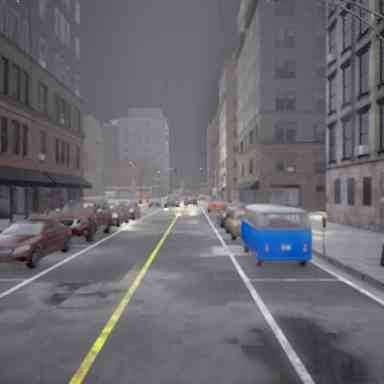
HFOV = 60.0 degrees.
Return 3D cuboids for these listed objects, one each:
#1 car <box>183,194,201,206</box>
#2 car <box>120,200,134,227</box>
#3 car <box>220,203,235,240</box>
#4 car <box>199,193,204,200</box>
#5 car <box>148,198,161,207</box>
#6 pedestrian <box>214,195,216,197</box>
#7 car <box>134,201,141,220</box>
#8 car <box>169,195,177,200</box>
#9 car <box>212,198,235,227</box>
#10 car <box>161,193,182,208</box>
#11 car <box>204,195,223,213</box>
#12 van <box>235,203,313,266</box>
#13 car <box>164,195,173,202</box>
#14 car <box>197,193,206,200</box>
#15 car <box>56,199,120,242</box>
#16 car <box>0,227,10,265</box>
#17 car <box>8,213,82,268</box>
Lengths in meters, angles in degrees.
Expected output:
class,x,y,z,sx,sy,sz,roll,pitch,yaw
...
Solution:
class,x,y,z,sx,sy,sz,roll,pitch,yaw
car,-0.222,1.503,53.139,1.812,1.442,4.674,0,0,-9
car,-5.385,1.429,22.006,1.967,1.590,4.097,0,0,0
car,2.640,1.517,16.765,1.752,1.417,4.829,0,0,0
car,2.648,1.408,87.221,1.967,1.590,4.097,0,0,0
car,-5.381,1.529,49.052,2.008,1.369,4.403,0,0,0
pedestrian,2.755,1.276,39.704,0.375,1.860,0.375,0,0,-8
car,-5.384,1.427,27.415,1.967,1.590,4.097,0,0,0
car,-5.376,1.517,92.884,2.008,1.369,4.403,0,0,0
car,2.640,1.429,22.005,1.967,1.590,4.097,0,0,0
car,-2.799,1.330,46.789,2.097,1.767,4.553,0,0,0
car,2.754,1.334,36.897,2.097,1.767,4.553,0,0,0
van,2.639,1.335,11.186,1.690,1.788,3.998,0,0,0
car,-5.378,1.496,75.728,1.752,1.417,4.829,0,0,0
car,2.649,1.281,92.883,2.192,1.841,5.009,0,0,0
car,-5.385,1.307,16.596,2.192,1.841,5.009,0,0,0
car,-5.387,1.563,5.777,1.947,1.339,4.313,0,0,0
car,-5.386,1.576,11.187,1.802,1.307,4.206,0,0,0
